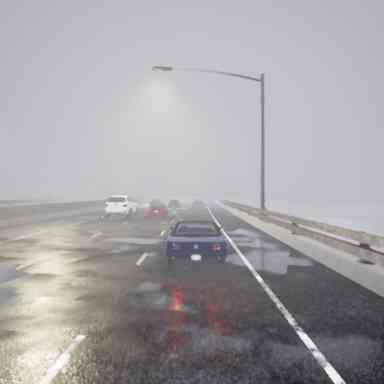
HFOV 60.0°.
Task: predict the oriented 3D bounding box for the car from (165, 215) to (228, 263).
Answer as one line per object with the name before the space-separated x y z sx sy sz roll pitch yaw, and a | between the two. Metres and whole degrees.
car | 0.142 1.652 12.057 1.895 1.301 4.718 0 0 0

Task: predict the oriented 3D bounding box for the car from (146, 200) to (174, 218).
car | -3.111 1.701 31.385 1.994 1.385 4.181 0 0 1

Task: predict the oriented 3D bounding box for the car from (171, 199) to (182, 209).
car | -2.632 1.773 51.348 1.812 1.442 4.674 0 0 2

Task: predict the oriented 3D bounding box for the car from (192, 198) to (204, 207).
car | 1.068 1.781 57.834 2.128 1.511 4.902 0 0 2

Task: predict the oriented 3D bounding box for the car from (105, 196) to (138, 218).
car | -6.612 1.358 31.666 2.150 2.045 5.566 0 0 1

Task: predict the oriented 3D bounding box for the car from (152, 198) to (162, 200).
car | -5.971 1.773 56.715 2.128 1.511 4.902 0 0 2
